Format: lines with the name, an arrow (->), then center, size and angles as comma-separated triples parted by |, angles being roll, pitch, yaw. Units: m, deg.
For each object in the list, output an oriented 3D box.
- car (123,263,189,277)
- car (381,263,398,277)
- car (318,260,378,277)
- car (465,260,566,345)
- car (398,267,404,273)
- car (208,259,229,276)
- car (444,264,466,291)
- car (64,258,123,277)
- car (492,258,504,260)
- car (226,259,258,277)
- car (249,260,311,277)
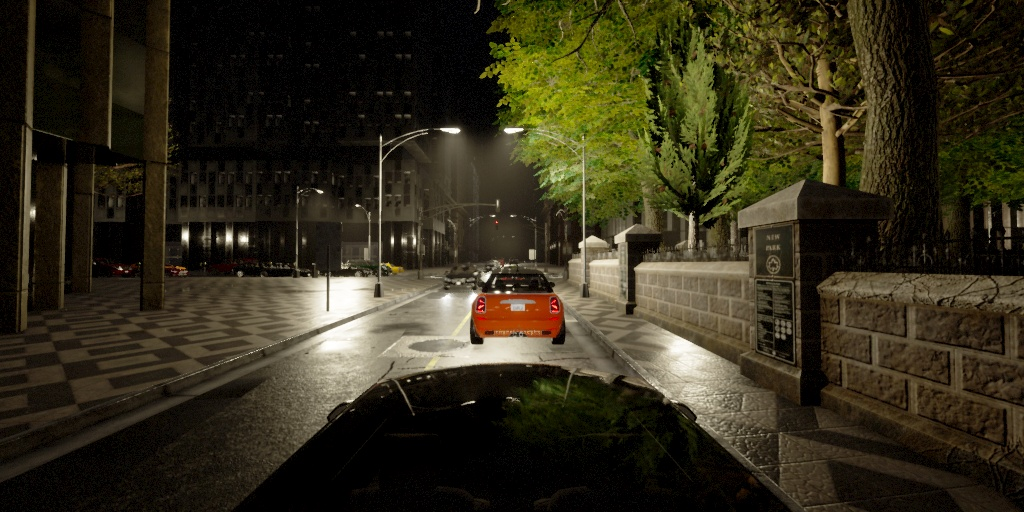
car -> -31.046, 1.320, 31.631 | 4.207, 1.307, 1.802 | 0, 0, 1
car -> -13.739, 1.125, 34.138 | 4.553, 1.767, 2.097 | 0, -1, 0
car -> -14.508, 1.267, 31.466 | 4.403, 1.370, 2.007 | 0, 0, 1
car -> 0.129, 1.107, 9.689 | 2.097, 1.767, 4.553 | 0, 0, 0
car -> -14.602, 1.425, 39.990 | 4.829, 1.417, 1.751 | 0, 0, 1
car -> -30.968, 1.236, 40.154 | 5.009, 1.841, 2.192 | 0, 0, 1
car -> -2.913, 1.276, 21.984 | 1.837, 1.490, 4.892 | 0, -1, 0
car -> -36.559, 1.061, 31.686 | 5.009, 1.841, 2.192 | 0, 0, 1
car -> -2.304, 1.304, 42.769 | 2.128, 1.511, 4.902 | 0, 0, -8
car -> -23.884, 1.291, 34.238 | 4.892, 1.490, 1.837 | 0, -1, 0
car -> -20.021, 1.289, 31.521 | 4.313, 1.339, 1.948 | 0, 0, 1
